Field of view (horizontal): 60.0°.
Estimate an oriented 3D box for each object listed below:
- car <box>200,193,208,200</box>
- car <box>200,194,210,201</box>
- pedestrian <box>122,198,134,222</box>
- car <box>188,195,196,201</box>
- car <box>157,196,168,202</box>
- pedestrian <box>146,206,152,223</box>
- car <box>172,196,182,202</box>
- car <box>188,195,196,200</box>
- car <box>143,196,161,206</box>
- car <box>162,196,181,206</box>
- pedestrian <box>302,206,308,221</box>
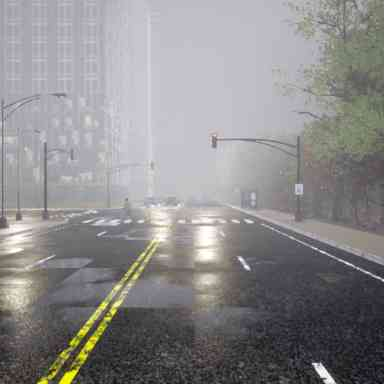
[{"bbox_3d":[3.301,1.302,92.808,2.097,1.767,4.553,0,0,0],"label":"car"},{"bbox_3d":[3.296,1.322,82.777,2.097,1.767,4.553,0,0,0],"label":"car"},{"bbox_3d":[-4.788,1.288,24.874,0.375,1.860,0.375,0,0,0],"label":"pedestrian"},{"bbox_3d":[0.046,1.520,82.809,1.994,1.385,4.181,0,0,0],"label":"car"},{"bbox_3d":[-6.460,1.569,72.844,1.895,1.301,4.718,0,0,0],"label":"car"},{"bbox_3d":[-3.108,1.566,24.276,0.375,1.300,0.375,0,0,0],"label":"pedestrian"},{"bbox_3d":[-3.211,1.526,73.439,1.994,1.385,4.181,0,0,0],"label":"car"},{"bbox_3d":[0.051,1.487,92.840,2.033,1.411,5.357,0,0,0],"label":"car"},{"bbox_3d":[-6.557,1.507,53.505,1.812,1.442,4.674,0,0,1],"label":"car"},{"bbox_3d":[-3.311,1.458,53.797,1.882,1.535,5.008,0,0,0],"label":"car"},{"bbox_3d":[8.046,1.514,23.669,0.500,1.100,0.500,0,0,0],"label":"pedestrian"}]
